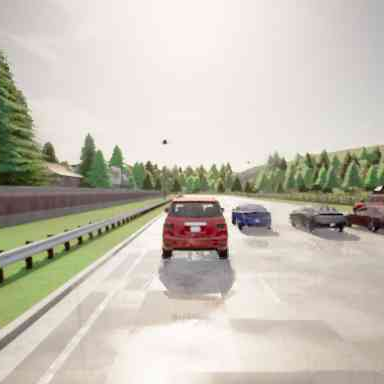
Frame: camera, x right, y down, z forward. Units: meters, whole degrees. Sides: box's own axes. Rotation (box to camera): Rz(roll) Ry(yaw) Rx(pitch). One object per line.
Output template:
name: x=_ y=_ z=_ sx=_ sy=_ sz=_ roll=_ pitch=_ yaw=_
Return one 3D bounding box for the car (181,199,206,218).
car: x=0.107 y=1.425 z=30.481 sx=2.128 sy=1.511 sz=4.902 roll=0 pitch=0 yaw=0

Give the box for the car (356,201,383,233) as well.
car: x=10.591 y=1.483 z=19.272 sx=1.812 sy=1.442 sz=4.674 roll=0 pitch=0 yaw=0

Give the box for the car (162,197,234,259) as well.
car: x=0.102 y=1.194 z=12.644 sx=2.150 sy=2.045 sz=5.566 roll=0 pitch=0 yaw=0

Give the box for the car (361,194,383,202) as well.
car: x=14.105 y=1.167 z=24.597 sx=2.150 sy=2.045 sz=5.566 roll=0 pitch=0 yaw=0

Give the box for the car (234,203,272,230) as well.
car: x=3.605 y=1.432 z=20.830 sx=1.882 sy=1.535 sz=5.008 roll=0 pitch=0 yaw=0

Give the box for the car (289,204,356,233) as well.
car: x=7.104 y=1.449 z=19.251 sx=2.128 sy=1.511 sz=4.902 roll=0 pitch=0 yaw=0
